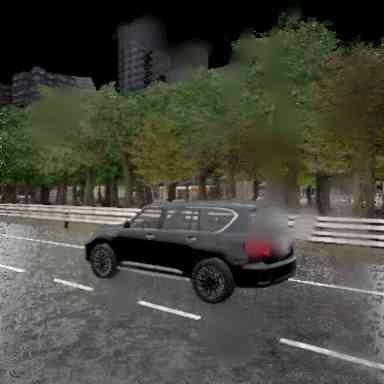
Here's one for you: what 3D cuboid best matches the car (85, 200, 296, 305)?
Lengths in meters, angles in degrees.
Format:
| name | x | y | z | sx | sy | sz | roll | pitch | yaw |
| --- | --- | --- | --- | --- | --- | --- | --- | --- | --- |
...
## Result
| name | x | y | z | sx | sy | sz | roll | pitch | yaw |
| --- | --- | --- | --- | --- | --- | --- | --- | --- | --- |
| car | -0.273 | 1.223 | 8.361 | 5.566 | 2.045 | 2.150 | 0 | 0 | 36 |
